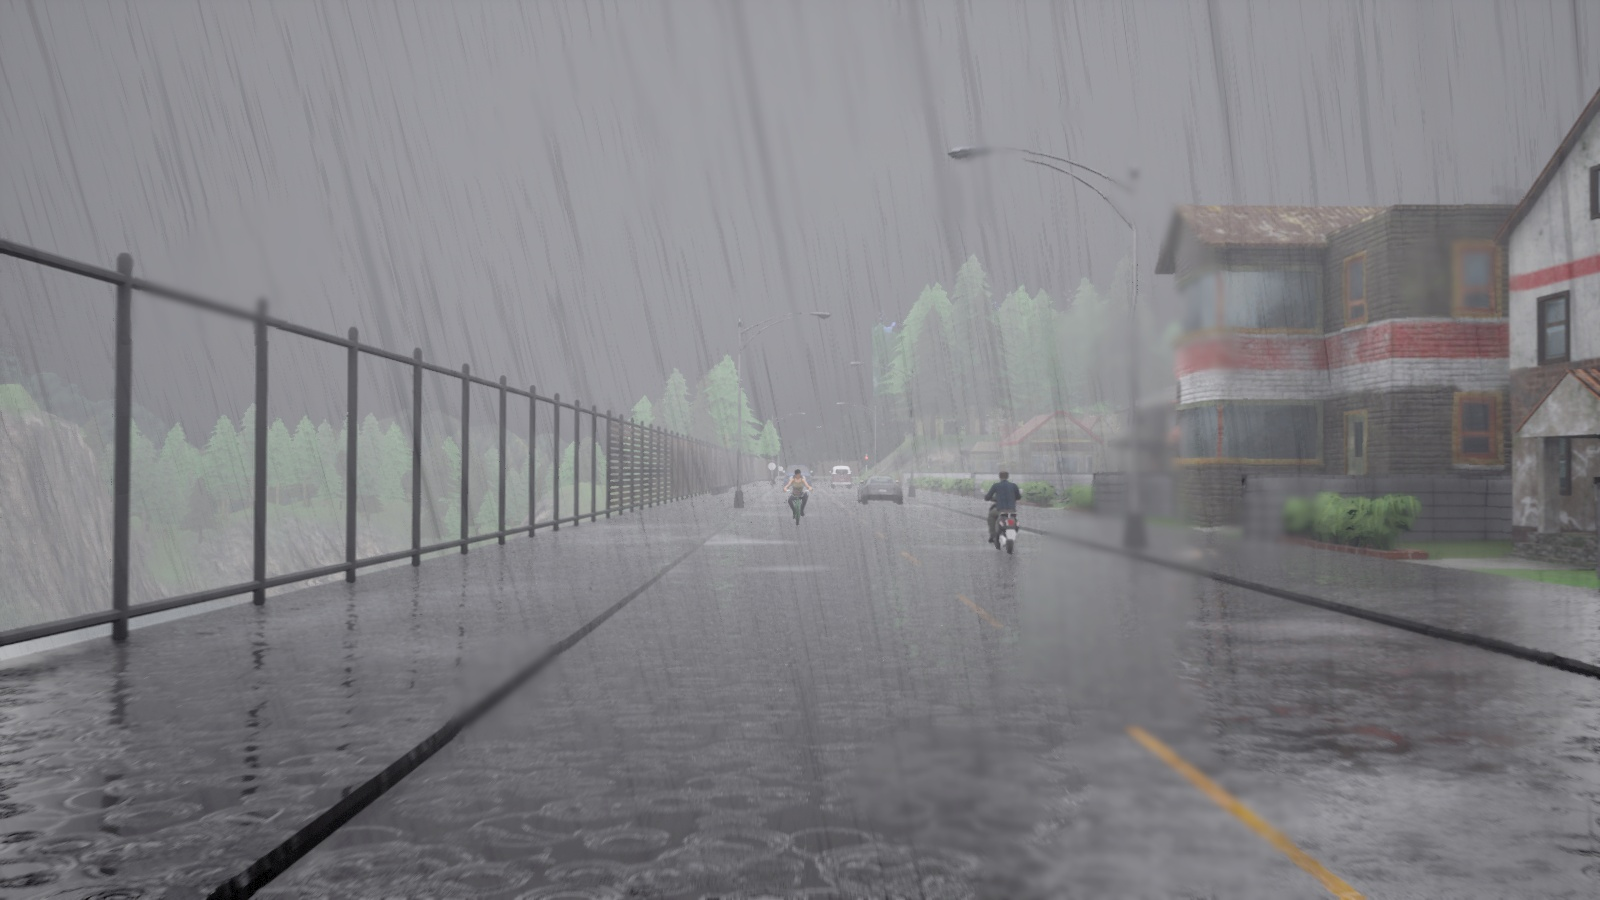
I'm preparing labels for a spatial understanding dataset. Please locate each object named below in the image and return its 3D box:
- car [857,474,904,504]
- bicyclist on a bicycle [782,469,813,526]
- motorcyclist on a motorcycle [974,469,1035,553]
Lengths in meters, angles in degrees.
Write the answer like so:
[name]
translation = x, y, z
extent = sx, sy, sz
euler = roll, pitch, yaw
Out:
[car]
translation = 3.891, 1.884, 61.031
extent = 1.994, 1.385, 4.181
euler = 0, -1, 0
[bicyclist on a bicycle]
translation = -0.057, 1.355, 36.081
extent = 0.866, 1.612, 1.509
euler = 0, -1, 0
[motorcyclist on a motorcycle]
translation = 3.971, 1.162, 24.509
extent = 0.866, 1.590, 1.817
euler = 0, -1, -1
